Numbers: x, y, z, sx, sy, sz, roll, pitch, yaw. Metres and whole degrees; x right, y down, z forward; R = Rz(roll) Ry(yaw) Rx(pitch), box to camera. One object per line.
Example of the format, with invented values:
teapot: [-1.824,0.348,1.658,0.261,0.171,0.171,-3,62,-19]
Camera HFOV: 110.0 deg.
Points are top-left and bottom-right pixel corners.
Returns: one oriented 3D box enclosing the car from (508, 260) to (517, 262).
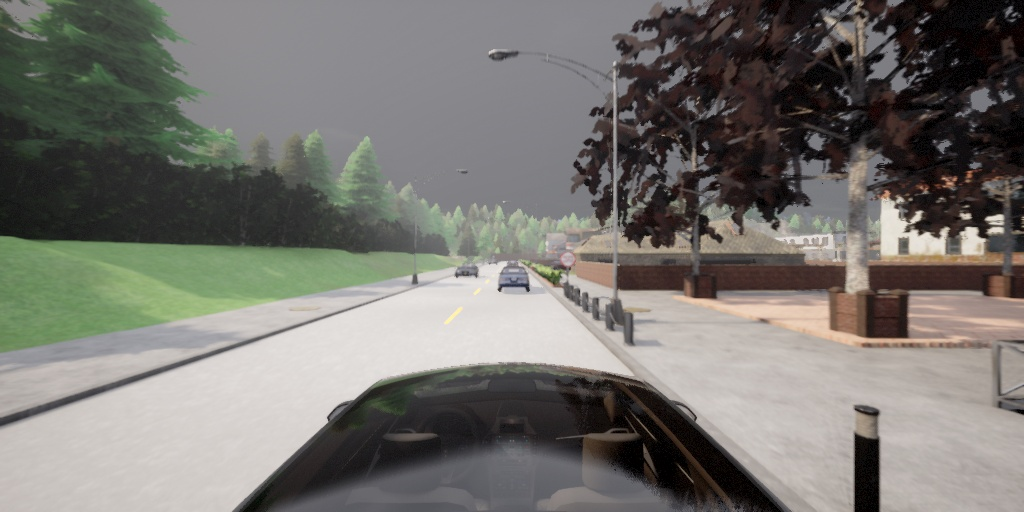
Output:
car: [0.112,1.357,57.144,2.033,1.411,5.357,0,0,0]

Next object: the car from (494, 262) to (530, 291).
car: [0.104,1.320,22.039,2.033,1.411,5.357,0,0,0]

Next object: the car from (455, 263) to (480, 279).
car: [-4.087,1.349,33.361,1.994,1.385,4.181,0,0,0]
